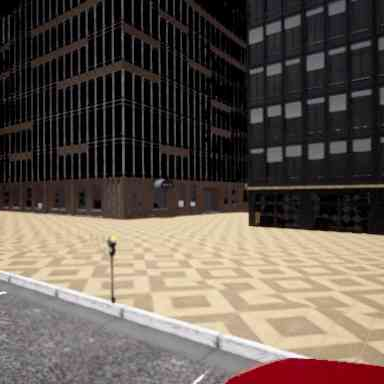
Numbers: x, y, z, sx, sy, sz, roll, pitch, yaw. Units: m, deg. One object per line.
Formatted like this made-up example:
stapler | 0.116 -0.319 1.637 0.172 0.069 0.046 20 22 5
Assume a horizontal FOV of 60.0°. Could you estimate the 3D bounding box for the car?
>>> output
car | 1.934 1.583 1.503 4.206 1.307 1.802 0 -1 35
